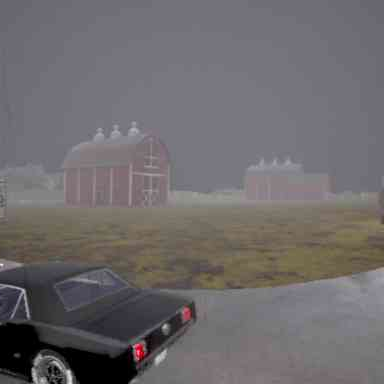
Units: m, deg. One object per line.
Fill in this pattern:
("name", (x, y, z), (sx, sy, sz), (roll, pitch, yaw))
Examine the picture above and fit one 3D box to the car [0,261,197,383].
("car", (-2.421, 1.761, 4.996), (4.718, 1.301, 1.895), (-1, -1, 23))
